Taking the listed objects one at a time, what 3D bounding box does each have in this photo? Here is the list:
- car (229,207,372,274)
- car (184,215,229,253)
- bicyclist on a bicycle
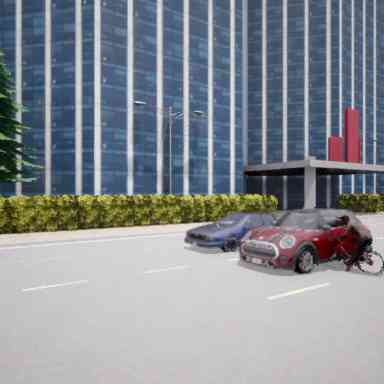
[{"bbox_3d":[3.680,1.348,10.605,4.553,1.767,2.097,0,0,-34],"label":"car"},{"bbox_3d":[2.326,1.547,13.870,5.357,1.411,2.033,0,0,-33],"label":"car"},{"bbox_3d":[4.431,1.463,9.276,1.656,1.620,0.582,1,6,38],"label":"bicyclist on a bicycle"}]
